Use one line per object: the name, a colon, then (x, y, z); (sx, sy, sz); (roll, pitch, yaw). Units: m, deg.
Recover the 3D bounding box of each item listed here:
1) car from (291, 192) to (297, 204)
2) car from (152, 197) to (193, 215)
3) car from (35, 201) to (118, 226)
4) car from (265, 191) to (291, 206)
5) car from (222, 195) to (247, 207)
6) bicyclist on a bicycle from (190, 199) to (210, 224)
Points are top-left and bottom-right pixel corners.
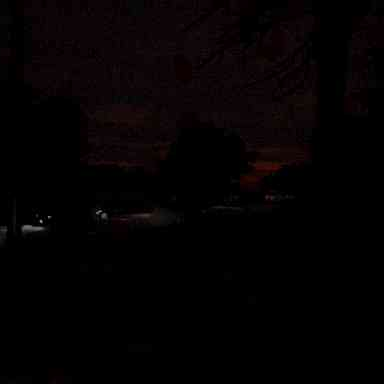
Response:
car: (16.503, 0.961, 56.541); (2.150, 2.045, 5.566); (1, 0, 23)
car: (-1.654, 1.193, 30.195); (1.812, 1.442, 4.674); (1, 2, 34)
car: (-7.461, 1.343, 22.082); (2.033, 1.411, 5.357); (2, 2, 37)
car: (11.935, 0.854, 46.900); (2.150, 2.045, 5.566); (1, 0, 27)
car: (5.428, 1.081, 41.514); (1.812, 1.442, 4.674); (1, 1, 30)
bicyclist on a bicycle: (0.501, 1.298, 21.990); (1.656, 1.620, 0.582); (-1, 0, 36)
